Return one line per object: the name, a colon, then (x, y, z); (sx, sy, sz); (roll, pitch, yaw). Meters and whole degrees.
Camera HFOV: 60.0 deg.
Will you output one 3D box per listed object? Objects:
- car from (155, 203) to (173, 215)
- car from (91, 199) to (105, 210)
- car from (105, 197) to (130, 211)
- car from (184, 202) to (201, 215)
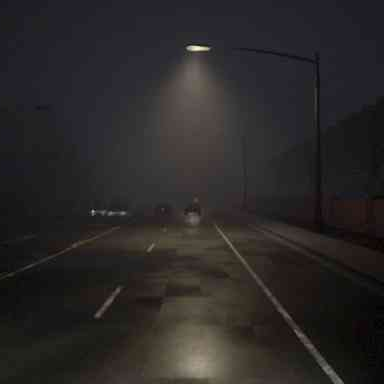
car: (-3.410, 1.988, 40.579); (1.994, 1.385, 4.181); (0, -1, 0)
car: (-14.086, 1.891, 51.519); (2.097, 1.767, 4.553); (0, -1, 0)
car: (-10.593, 1.731, 48.714); (2.150, 2.045, 5.566); (0, -1, 0)
car: (0.090, 1.908, 39.910); (2.128, 1.511, 4.902); (0, -1, 0)
